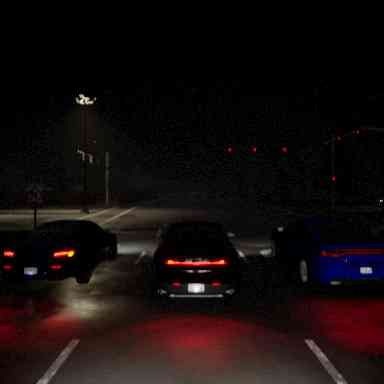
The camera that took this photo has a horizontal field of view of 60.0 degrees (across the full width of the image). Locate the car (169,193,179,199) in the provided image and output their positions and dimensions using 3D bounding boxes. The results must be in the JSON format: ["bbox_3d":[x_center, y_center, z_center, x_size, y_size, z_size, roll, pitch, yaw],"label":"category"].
[{"bbox_3d":[-5.207,1.067,93.072,2.097,1.767,4.553,0,0,0],"label":"car"}]

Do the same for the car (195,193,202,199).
[{"bbox_3d":[1.789,1.191,92.274,1.882,1.535,5.008,0,0,0],"label":"car"}]

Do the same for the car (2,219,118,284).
[{"bbox_3d":[-3.414,1.497,9.352,1.812,1.442,4.674,0,0,0],"label":"car"}]

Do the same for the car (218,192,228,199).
[{"bbox_3d":[8.788,0.939,91.857,2.150,2.045,5.566,0,0,0],"label":"car"}]

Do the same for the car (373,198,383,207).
[{"bbox_3d":[27.432,1.213,45.704,4.553,1.767,2.097,0,0,-1],"label":"car"}]

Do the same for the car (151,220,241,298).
[{"bbox_3d":[0.087,1.479,8.429,1.837,1.490,4.892,0,0,0],"label":"car"}]

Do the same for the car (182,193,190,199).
[{"bbox_3d":[-1.709,1.266,92.705,1.994,1.385,4.181,0,0,0],"label":"car"}]

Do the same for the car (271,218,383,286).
[{"bbox_3d":[3.589,1.449,9.305,1.882,1.535,5.008,0,0,0],"label":"car"}]

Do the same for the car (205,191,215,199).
[{"bbox_3d":[5.289,1.191,92.259,1.882,1.535,5.008,0,0,0],"label":"car"}]
